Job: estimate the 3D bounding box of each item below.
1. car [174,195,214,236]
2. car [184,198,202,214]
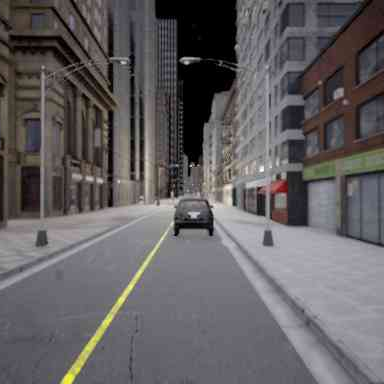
[{"bbox_3d":[0.103,1.358,19.610,2.150,2.045,5.566,0,0,0],"label":"car"},{"bbox_3d":[0.104,1.631,39.519,2.097,1.767,4.553,0,0,0],"label":"car"}]
